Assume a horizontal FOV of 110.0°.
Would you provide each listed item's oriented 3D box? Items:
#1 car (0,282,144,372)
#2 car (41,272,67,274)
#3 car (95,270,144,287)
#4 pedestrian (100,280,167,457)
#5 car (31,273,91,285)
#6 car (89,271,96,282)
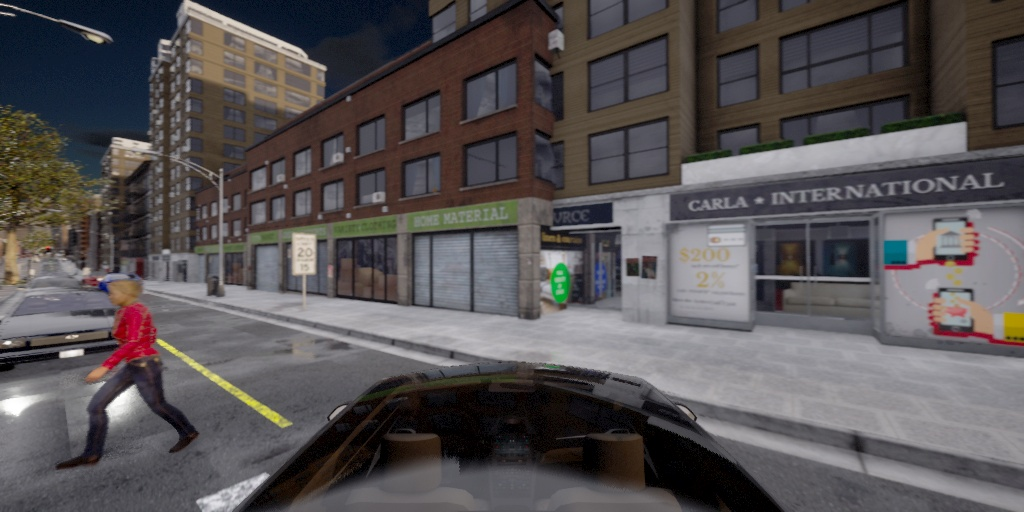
[{"bbox_3d":[-10.445,1.509,8.429,5.357,1.411,2.033,-1,-1,38],"label":"car"},{"bbox_3d":[-35.283,1.928,27.644,5.357,1.411,2.033,-2,-1,38],"label":"car"},{"bbox_3d":[-27.779,1.983,25.469,5.008,1.535,1.882,-2,-1,38],"label":"car"},{"bbox_3d":[-3.733,1.102,3.540,0.375,1.860,0.375,-1,0,38],"label":"pedestrian"},{"bbox_3d":[-22.556,1.792,17.744,4.892,1.490,1.837,-1,-1,38],"label":"car"},{"bbox_3d":[-41.205,2.294,35.789,4.553,1.767,2.097,-2,-1,38],"label":"car"}]
